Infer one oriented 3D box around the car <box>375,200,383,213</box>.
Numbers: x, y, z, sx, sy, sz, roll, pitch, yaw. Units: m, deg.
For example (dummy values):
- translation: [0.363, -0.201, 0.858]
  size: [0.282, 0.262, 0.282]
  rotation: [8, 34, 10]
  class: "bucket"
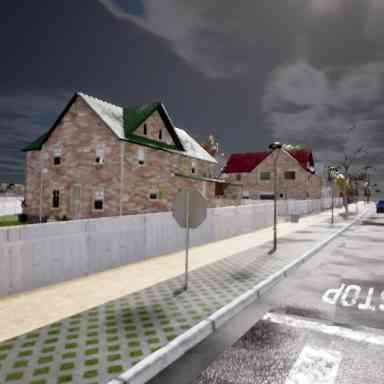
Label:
- translation: [23.144, 1.679, 39.773]
  size: [1.882, 1.535, 5.008]
  rotation: [0, 0, 30]
  class: "car"
